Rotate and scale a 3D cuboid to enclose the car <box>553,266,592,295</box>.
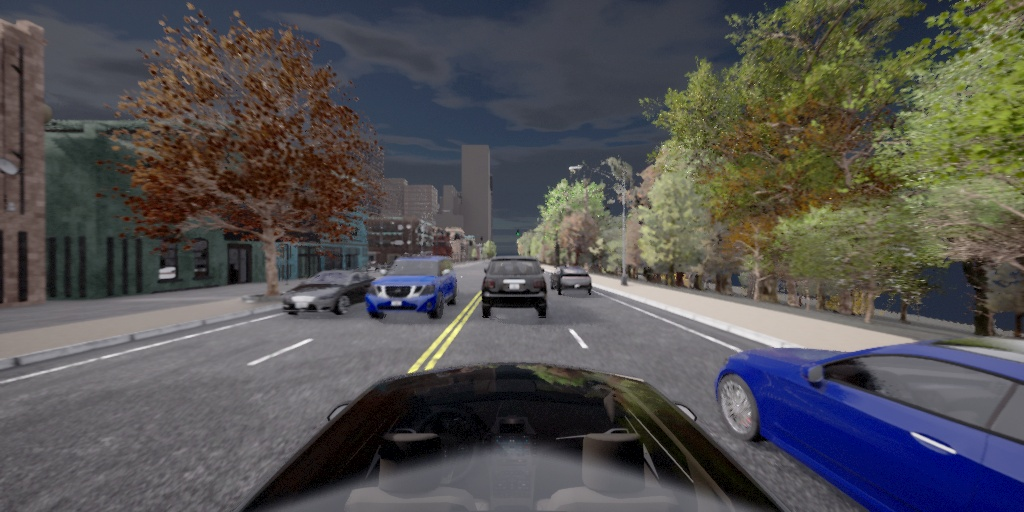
[{"bbox_3d":[3.252,1.325,20.473,2.128,1.511,4.902,0,0,-1],"label":"car"}]

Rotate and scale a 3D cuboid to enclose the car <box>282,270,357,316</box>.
[{"bbox_3d":[-6.629,1.297,13.735,2.128,1.511,4.902,0,0,0],"label":"car"}]

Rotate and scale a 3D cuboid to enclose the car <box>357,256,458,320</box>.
[{"bbox_3d":[-3.362,1.021,13.217,2.150,2.045,5.566,0,0,0],"label":"car"}]

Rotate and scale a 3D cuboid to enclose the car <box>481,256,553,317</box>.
[{"bbox_3d":[0.082,1.025,13.499,2.150,2.045,5.566,0,0,0],"label":"car"}]

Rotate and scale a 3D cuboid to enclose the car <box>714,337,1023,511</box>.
[{"bbox_3d":[3.349,1.278,2.388,1.812,1.442,4.674,0,0,0],"label":"car"}]
